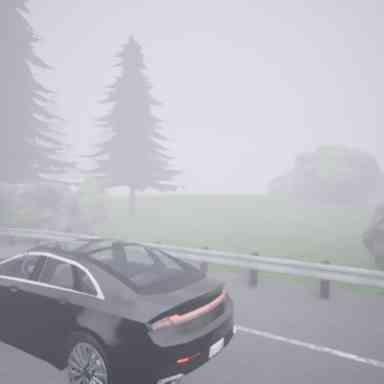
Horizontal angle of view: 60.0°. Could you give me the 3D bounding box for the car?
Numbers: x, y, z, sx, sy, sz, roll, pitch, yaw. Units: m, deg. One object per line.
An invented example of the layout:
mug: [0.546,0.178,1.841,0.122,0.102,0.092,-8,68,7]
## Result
car: [-1.751,1.466,4.959,4.902,1.511,2.128,0,0,34]
